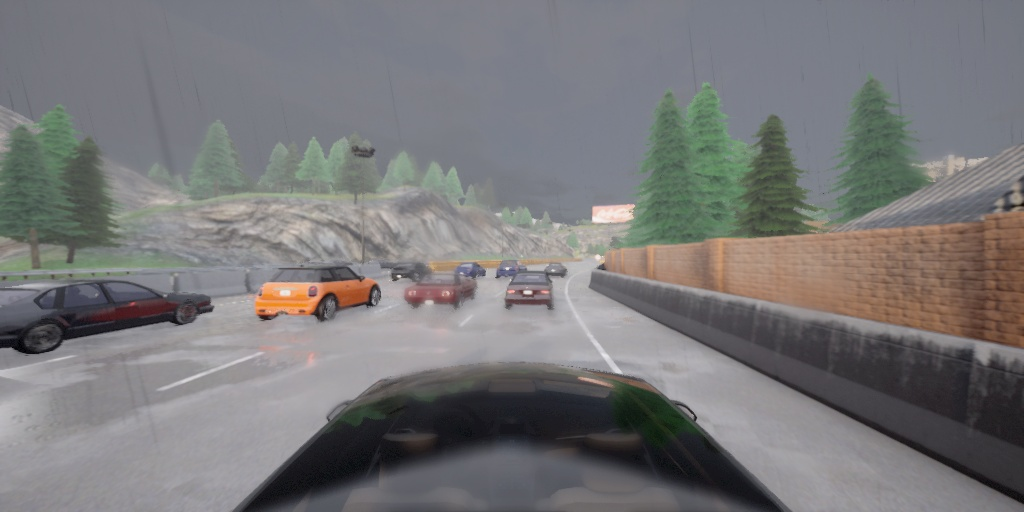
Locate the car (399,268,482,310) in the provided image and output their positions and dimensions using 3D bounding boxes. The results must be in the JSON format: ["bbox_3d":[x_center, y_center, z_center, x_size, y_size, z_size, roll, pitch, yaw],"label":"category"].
[{"bbox_3d":[-2.686,1.344,14.779,1.895,1.301,4.718,0,0,5],"label":"car"}]

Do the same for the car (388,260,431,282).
[{"bbox_3d":[-7.814,1.234,28.520,1.837,1.490,4.892,0,0,10],"label":"car"}]

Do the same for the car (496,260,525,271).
[{"bbox_3d":[0.040,1.105,32.131,2.097,1.767,4.553,0,0,12],"label":"car"}]

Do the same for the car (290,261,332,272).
[{"bbox_3d":[-25.638,1.279,45.879,1.895,1.301,4.718,0,0,15],"label":"car"}]

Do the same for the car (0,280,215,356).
[{"bbox_3d":[-10.168,1.268,8.535,2.033,1.411,5.357,0,0,3],"label":"car"}]

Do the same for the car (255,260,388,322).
[{"bbox_3d":[-6.363,1.084,12.415,2.097,1.767,4.553,0,0,4],"label":"car"}]

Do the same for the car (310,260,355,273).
[{"bbox_3d":[-22.320,1.235,44.830,2.033,1.411,5.357,0,0,15],"label":"car"}]

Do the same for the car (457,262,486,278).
[{"bbox_3d":[-3.660,1.268,31.634,1.812,1.442,4.674,0,0,11],"label":"car"}]

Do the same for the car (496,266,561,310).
[{"bbox_3d":[0.810,1.301,14.839,2.033,1.411,5.357,0,0,6],"label":"car"}]

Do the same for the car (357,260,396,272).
[{"bbox_3d":[-17.876,1.249,47.714,2.033,1.411,5.357,0,0,16],"label":"car"}]

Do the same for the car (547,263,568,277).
[{"bbox_3d":[4.343,1.330,35.226,1.994,1.385,4.181,0,0,13],"label":"car"}]
